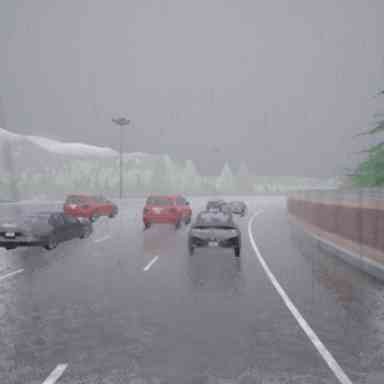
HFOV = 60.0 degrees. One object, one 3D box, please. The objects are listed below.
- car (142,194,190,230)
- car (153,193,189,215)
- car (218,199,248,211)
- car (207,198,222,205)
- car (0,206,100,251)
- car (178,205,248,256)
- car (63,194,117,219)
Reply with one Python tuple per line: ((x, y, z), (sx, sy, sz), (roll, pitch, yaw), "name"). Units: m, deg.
((-1.483, 1.202, 21.316), (2.150, 2.045, 5.566), (0, 0, 9), "car")
((-2.086, 1.191, 34.938), (2.150, 2.045, 5.566), (0, 0, 15), "car")
((4.147, 1.537, 31.226), (2.033, 1.411, 5.357), (0, 0, 14), "car")
((3.040, 1.485, 39.910), (1.837, 1.490, 4.892), (0, 0, 17), "car")
((-6.041, 1.521, 14.082), (2.033, 1.411, 5.357), (0, 0, 6), "car")
((0.948, 1.485, 13.215), (2.128, 1.511, 4.902), (0, 0, 6), "car")
((-7.780, 1.182, 25.813), (2.150, 2.045, 5.566), (0, 0, 11), "car")
